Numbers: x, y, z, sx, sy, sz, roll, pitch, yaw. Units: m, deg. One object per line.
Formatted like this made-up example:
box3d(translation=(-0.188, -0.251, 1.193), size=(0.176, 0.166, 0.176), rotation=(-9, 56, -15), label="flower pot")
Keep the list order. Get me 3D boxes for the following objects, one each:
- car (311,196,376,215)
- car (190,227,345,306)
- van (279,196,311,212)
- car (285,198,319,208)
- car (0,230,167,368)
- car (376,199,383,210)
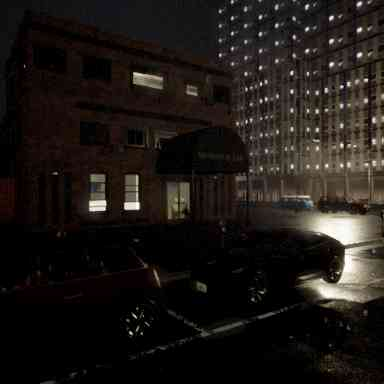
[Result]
box3d(translation=(14.899, 1.307, 33.014), size=(2.192, 1.841, 5.009), rotation=(0, 0, -35), label="car")
box3d(translation=(1.970, 1.565, 8.036), size=(4.313, 1.339, 1.947), rotation=(0, 0, -35), label="car")
box3d(translation=(11.734, 1.325, 37.562), size=(1.690, 1.788, 3.998), rotation=(0, 0, -35), label="van")
box3d(translation=(15.448, 1.512, 46.899), size=(1.802, 1.307, 4.206), rotation=(0, 0, -35), label="car")
box3d(translation=(-2.496, 1.440, 4.787), size=(4.097, 1.590, 1.967), rotation=(0, 0, -35), label="car")
box3d(translation=(21.779, 1.497, 37.803), size=(2.008, 1.369, 4.403), rotation=(0, 0, -35), label="car")
